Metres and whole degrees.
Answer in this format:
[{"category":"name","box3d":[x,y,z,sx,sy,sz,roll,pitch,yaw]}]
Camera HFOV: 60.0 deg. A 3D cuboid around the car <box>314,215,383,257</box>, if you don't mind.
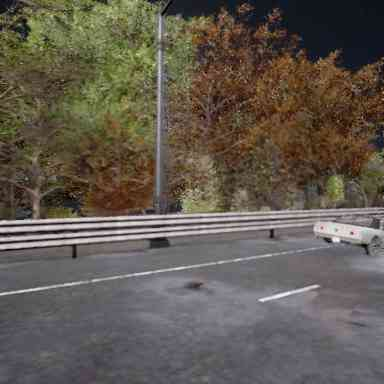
[{"category":"car","box3d":[6.978,1.636,13.061,4.718,1.301,1.895,7,-1,-34]}]
